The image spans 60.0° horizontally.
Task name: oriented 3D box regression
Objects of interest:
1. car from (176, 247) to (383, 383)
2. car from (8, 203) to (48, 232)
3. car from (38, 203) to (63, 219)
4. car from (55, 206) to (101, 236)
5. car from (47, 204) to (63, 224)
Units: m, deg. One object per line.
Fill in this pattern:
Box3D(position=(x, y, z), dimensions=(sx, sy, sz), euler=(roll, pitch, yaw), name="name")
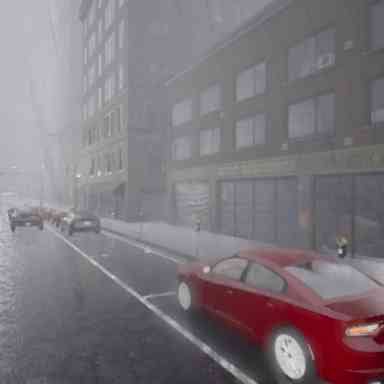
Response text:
Box3D(position=(1.273, 1.593, 5.526), dimensions=(1.887, 1.381, 4.507), euler=(-1, 0, -29), name="car")
Box3D(position=(-11.071, 1.726, 22.262), dimensions=(1.837, 1.490, 4.892), euler=(0, -1, -29), name="car")
Box3D(position=(-14.737, 1.885, 34.417), dimensions=(1.887, 1.381, 4.507), euler=(-1, 0, -29), name="car")
Box3D(position=(-6.732, 1.759, 19.972), dimensions=(1.947, 1.339, 4.313), euler=(-1, 0, -29), name="car")
Box3D(position=(-9.400, 1.786, 24.786), dimensions=(1.887, 1.381, 4.507), euler=(-1, 0, -29), name="car")
